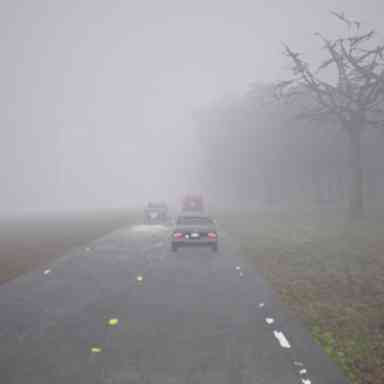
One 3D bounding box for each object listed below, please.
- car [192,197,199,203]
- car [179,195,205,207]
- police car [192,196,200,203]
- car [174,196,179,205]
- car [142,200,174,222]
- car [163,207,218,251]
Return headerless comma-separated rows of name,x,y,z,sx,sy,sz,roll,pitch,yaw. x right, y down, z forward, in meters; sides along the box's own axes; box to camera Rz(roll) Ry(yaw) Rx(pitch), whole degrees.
car,0.863,2.095,91.157,1.882,1.535,5.008,0,-1,0
car,0.113,1.327,33.829,2.150,2.045,5.566,0,0,0
police car,0.859,1.906,81.266,1.930,1.638,5.238,0,-1,0
car,-2.721,1.703,68.511,2.097,1.767,4.553,0,-1,0
car,-2.837,1.567,26.991,2.128,1.511,4.902,0,0,0
car,0.104,1.583,14.304,2.033,1.411,5.357,0,0,0
